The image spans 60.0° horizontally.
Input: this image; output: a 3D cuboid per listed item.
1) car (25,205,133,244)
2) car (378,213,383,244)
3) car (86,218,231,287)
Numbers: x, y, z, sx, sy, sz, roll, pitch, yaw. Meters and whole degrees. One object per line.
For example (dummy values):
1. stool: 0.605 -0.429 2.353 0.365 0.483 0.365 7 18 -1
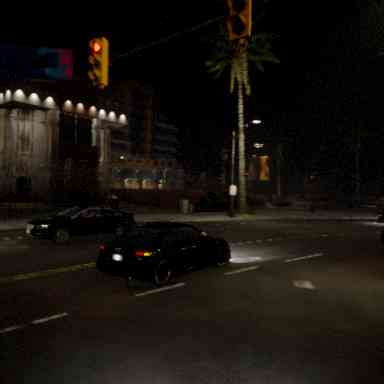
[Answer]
1. car: -4.910 1.374 15.225 2.128 1.511 4.902 1 0 45
2. car: 9.754 1.719 13.599 4.902 1.511 2.128 1 0 -32
3. car: -0.590 1.549 9.503 1.994 1.385 4.181 1 0 36
